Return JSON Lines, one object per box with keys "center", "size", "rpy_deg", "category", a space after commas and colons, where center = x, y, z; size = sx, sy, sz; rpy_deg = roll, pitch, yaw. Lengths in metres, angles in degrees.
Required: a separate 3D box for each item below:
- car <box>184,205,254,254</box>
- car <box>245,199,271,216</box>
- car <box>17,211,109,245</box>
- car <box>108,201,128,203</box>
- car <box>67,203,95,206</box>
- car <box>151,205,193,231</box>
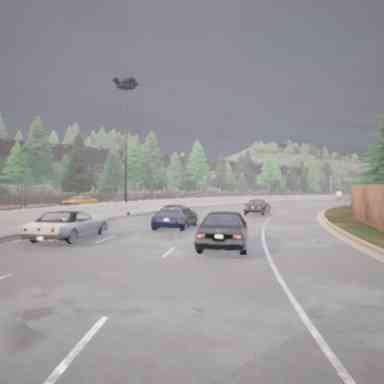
{"center": [1.276, 1.472, 13.196], "size": [2.033, 1.411, 5.357], "rpy_deg": [0, 0, 9], "category": "car"}
{"center": [6.145, 1.387, 31.032], "size": [2.033, 1.411, 5.357], "rpy_deg": [0, 0, 21], "category": "car"}
{"center": [-5.474, 1.482, 14.972], "size": [1.895, 1.301, 4.718], "rpy_deg": [0, 0, 9], "category": "car"}
{"center": [-8.496, 1.054, 41.602], "size": [2.097, 1.767, 4.553], "rpy_deg": [0, 1, 24], "category": "car"}
{"center": [-13.291, 1.172, 39.263], "size": [1.882, 1.535, 5.008], "rpy_deg": [0, 0, 22], "category": "car"}
{"center": [-0.930, 1.438, 19.633], "size": [1.994, 1.385, 4.181], "rpy_deg": [0, 0, 13], "category": "car"}
